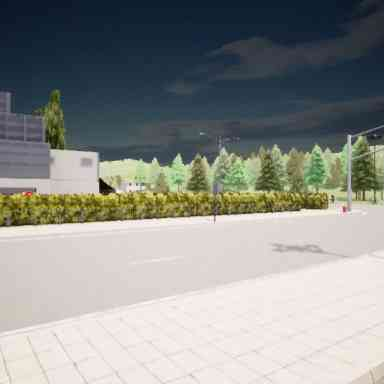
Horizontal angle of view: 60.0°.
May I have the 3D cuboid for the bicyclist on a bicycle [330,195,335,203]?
[{"bbox_3d":[26.680,1.273,63.146,1.656,1.620,0.582,0,0,-35],"label":"bicyclist on a bicycle"}]
